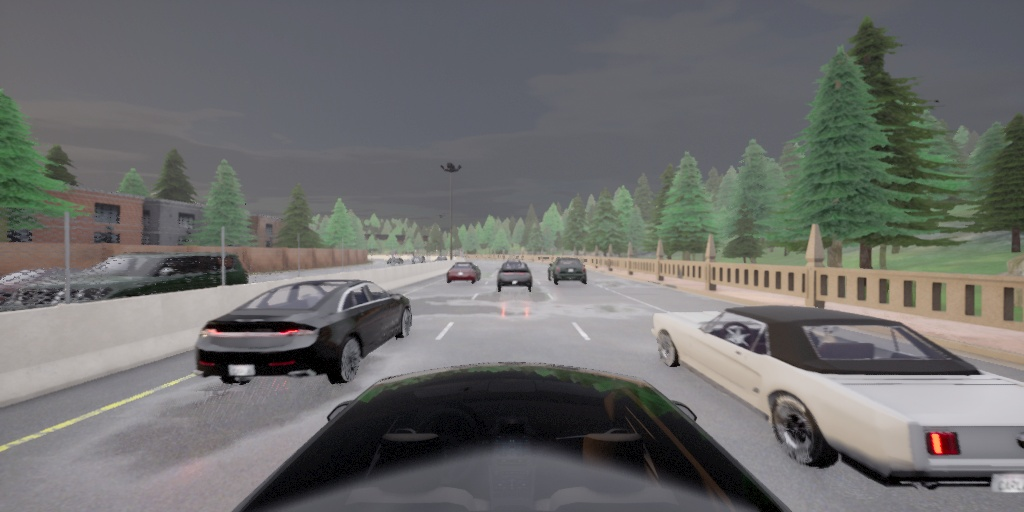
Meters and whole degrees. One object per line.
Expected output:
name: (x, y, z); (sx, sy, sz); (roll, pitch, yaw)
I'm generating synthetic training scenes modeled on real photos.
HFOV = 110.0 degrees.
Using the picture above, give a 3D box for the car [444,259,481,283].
car: (-3.338, 1.111, 25.319); (1.994, 1.385, 4.181); (0, 0, 0)

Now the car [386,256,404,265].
car: (-17.893, 0.649, 55.080); (1.994, 1.385, 4.181); (0, 0, -6)

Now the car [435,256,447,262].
car: (-10.933, 0.793, 55.827); (2.128, 1.511, 4.902); (0, 0, -6)

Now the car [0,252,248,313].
car: (-10.577, 0.893, 10.665); (2.150, 2.045, 5.566); (0, 0, 0)

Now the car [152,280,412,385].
car: (-3.387, 1.196, 6.925); (2.128, 1.511, 4.902); (0, 0, 0)

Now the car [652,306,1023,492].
car: (3.607, 1.325, 4.792); (1.895, 1.301, 4.718); (0, 0, 0)

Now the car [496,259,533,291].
car: (0.147, 1.082, 20.247); (2.128, 1.511, 4.902); (0, 0, 0)

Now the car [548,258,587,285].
car: (3.658, 0.908, 24.353); (2.097, 1.767, 4.553); (0, 0, 0)

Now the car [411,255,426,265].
car: (-14.413, 0.530, 55.452); (2.128, 1.511, 4.902); (0, 0, -6)
